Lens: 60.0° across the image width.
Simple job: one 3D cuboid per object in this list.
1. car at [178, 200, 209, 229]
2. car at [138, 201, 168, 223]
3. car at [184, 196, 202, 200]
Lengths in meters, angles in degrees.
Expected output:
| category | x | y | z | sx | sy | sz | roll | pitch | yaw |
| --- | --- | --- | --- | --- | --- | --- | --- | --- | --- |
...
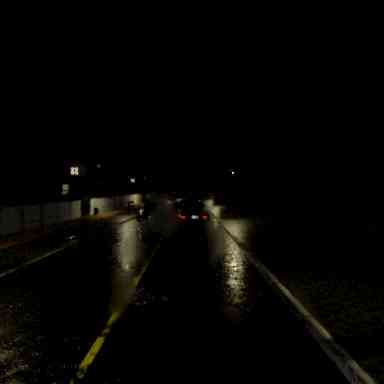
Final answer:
| category | x | y | z | sx | sy | sz | roll | pitch | yaw |
| --- | --- | --- | --- | --- | --- | --- | --- | --- | --- |
| car | 0.111 | 1.433 | 20.795 | 2.033 | 1.411 | 5.357 | 0 | 0 | 0 |
| car | -2.737 | 1.392 | 24.096 | 1.812 | 1.442 | 4.674 | 0 | 0 | 0 |
| car | 0.121 | 1.280 | 40.311 | 1.837 | 1.490 | 4.892 | 0 | 1 | 0 |
